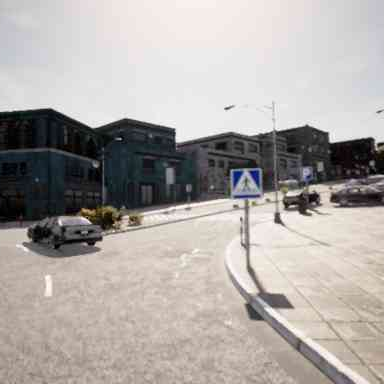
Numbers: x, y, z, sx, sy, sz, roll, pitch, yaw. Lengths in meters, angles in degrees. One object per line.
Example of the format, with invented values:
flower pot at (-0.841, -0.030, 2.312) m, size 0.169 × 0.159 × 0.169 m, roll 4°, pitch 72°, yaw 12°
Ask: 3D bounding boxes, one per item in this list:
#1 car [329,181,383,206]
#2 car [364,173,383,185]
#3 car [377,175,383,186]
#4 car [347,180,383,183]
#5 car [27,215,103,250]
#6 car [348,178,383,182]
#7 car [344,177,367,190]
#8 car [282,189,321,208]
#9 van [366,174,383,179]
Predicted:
car at (13.457, 0.247, 26.290) m, size 4.892 × 1.521 × 2.231 m, roll -4°, pitch 2°, yaw 24°
car at (31.609, -2.247, 57.572) m, size 2.097 × 1.767 × 4.553 m, roll -4°, pitch 2°, yaw 43°
car at (30.580, -1.891, 51.667) m, size 1.882 × 1.535 × 5.008 m, roll -4°, pitch 2°, yaw 44°
car at (15.548, 0.048, 28.491) m, size 4.674 × 1.452 × 2.002 m, roll -4°, pitch 2°, yaw 24°
car at (-6.040, 1.761, 15.520) m, size 2.033 × 1.411 × 5.357 m, roll 1°, pitch -2°, yaw -41°
car at (17.455, -0.221, 30.774) m, size 5.366 × 1.575 × 1.946 m, roll -4°, pitch 2°, yaw 24°
car at (24.762, -1.297, 50.296) m, size 1.812 × 1.442 × 4.674 m, roll -4°, pitch 2°, yaw 43°
car at (9.673, 0.512, 29.244) m, size 2.128 × 1.511 × 4.902 m, roll -4°, pitch 2°, yaw 42°
van at (19.799, -0.698, 32.859) m, size 4.442 × 1.987 × 1.878 m, roll -4°, pitch 2°, yaw 24°
